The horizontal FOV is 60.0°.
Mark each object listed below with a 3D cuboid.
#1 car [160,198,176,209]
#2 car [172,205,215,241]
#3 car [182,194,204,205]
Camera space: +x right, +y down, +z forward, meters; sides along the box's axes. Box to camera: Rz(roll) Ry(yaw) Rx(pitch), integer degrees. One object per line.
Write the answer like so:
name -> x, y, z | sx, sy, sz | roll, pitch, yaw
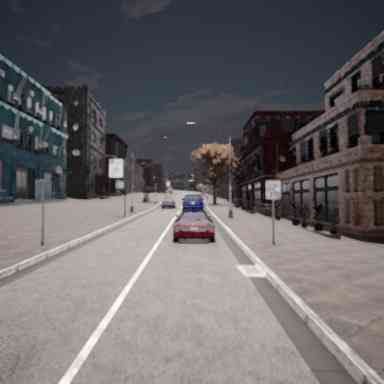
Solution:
car -> -3.161, 1.562, 45.058 | 2.033, 1.411, 5.357 | 0, 0, 0
car -> 0.098, 1.574, 16.646 | 1.994, 1.385, 4.181 | 0, 0, 0
car -> 0.100, 1.242, 35.105 | 2.150, 2.045, 5.566 | 0, 0, 0
